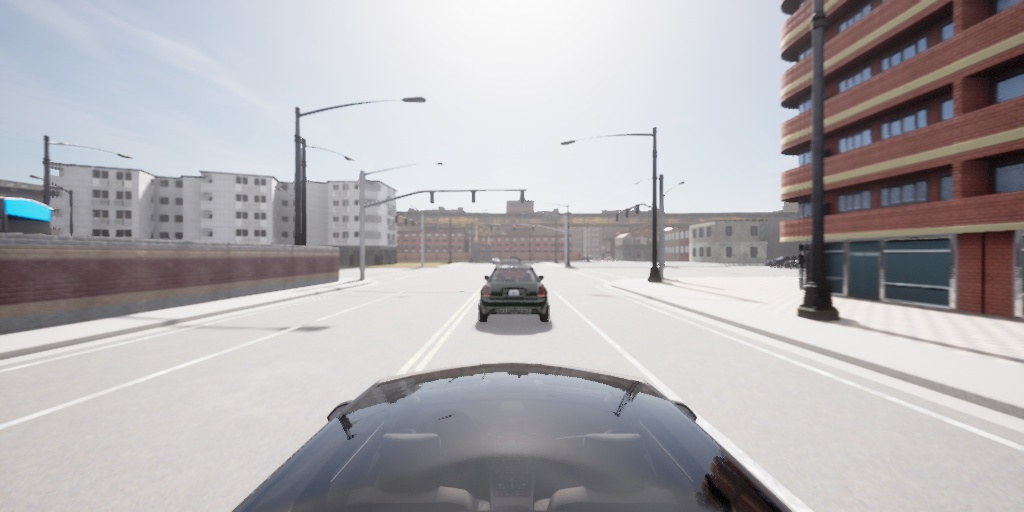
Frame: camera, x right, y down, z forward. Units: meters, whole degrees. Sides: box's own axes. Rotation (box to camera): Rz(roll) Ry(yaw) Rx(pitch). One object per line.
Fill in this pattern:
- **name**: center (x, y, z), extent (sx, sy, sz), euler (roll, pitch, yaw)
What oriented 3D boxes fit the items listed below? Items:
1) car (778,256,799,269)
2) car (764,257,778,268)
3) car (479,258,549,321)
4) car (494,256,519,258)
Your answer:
- **car**: center (34.984, 0.728, 42.635), extent (4.674, 1.442, 1.812), euler (-1, 0, 1)
- **car**: center (35.044, 0.717, 46.119), extent (4.674, 1.442, 1.812), euler (-1, 0, 2)
- **car**: center (0.070, 1.067, 12.464), extent (2.097, 1.767, 4.553), euler (0, 0, 0)
- **car**: center (-0.169, 1.011, 25.943), extent (2.097, 1.767, 4.553), euler (0, 1, -3)
